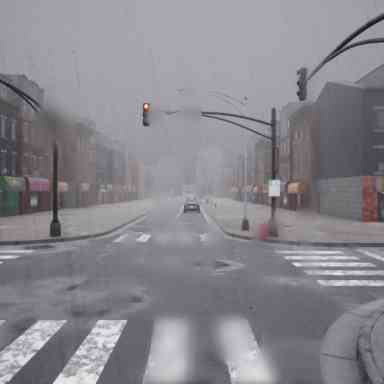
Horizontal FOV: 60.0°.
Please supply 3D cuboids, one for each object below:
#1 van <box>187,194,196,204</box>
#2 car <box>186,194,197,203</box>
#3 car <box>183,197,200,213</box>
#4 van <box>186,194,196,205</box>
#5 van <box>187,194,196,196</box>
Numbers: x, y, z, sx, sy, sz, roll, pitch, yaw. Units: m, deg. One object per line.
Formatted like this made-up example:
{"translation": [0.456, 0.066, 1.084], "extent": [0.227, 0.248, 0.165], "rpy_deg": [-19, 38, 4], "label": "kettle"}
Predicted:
{"translation": [-0.128, 1.347, 64.719], "extent": [1.690, 1.788, 3.998], "rpy_deg": [0, 0, 0], "label": "van"}
{"translation": [-0.149, 1.326, 70.324], "extent": [2.192, 1.841, 5.009], "rpy_deg": [0, 0, 0], "label": "car"}
{"translation": [-0.021, 1.563, 36.691], "extent": [1.947, 1.339, 4.313], "rpy_deg": [0, 0, 0], "label": "car"}
{"translation": [-0.107, 1.344, 59.114], "extent": [1.690, 1.788, 3.998], "rpy_deg": [0, 0, 0], "label": "van"}
{"translation": [-0.085, 1.341, 53.508], "extent": [1.690, 1.788, 3.998], "rpy_deg": [0, 0, 0], "label": "van"}
